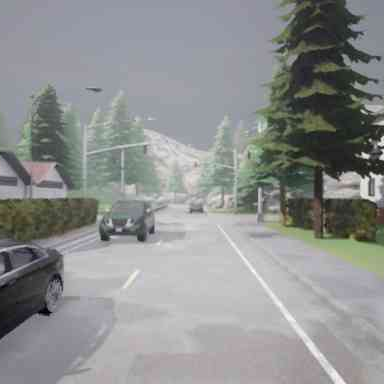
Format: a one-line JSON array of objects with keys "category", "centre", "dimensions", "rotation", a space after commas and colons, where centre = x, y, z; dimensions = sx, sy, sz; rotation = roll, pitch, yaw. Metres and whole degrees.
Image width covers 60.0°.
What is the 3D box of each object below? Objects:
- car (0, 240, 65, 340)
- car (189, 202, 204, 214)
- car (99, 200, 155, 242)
[{"category": "car", "centre": [-3.549, 1.558, 4.980], "dimensions": [2.128, 1.511, 4.902], "rotation": [0, -1, 1]}, {"category": "car", "centre": [0.609, 2.082, 44.554], "dimensions": [2.128, 1.511, 4.902], "rotation": [0, -1, 2]}, {"category": "car", "centre": [-3.338, 1.465, 18.228], "dimensions": [2.150, 2.045, 5.566], "rotation": [0, -1, 1]}]
